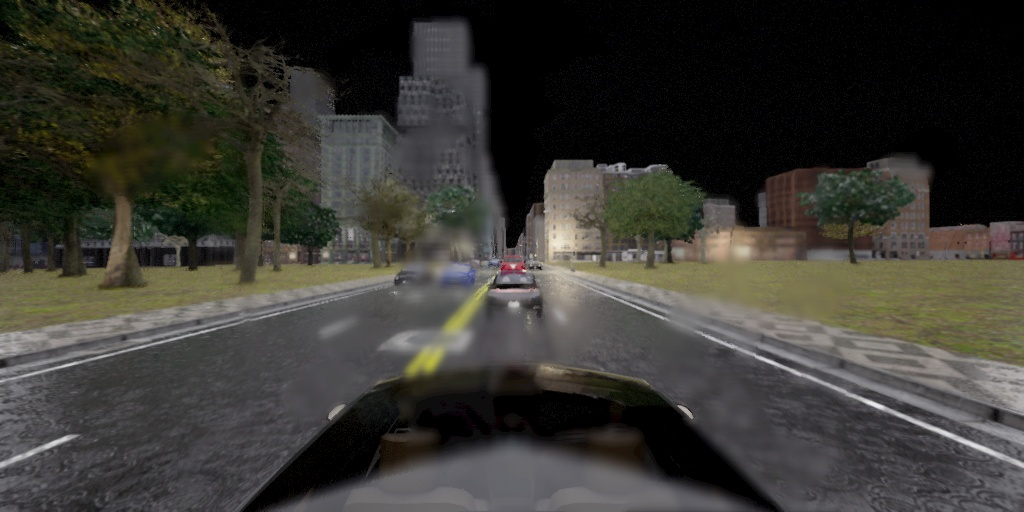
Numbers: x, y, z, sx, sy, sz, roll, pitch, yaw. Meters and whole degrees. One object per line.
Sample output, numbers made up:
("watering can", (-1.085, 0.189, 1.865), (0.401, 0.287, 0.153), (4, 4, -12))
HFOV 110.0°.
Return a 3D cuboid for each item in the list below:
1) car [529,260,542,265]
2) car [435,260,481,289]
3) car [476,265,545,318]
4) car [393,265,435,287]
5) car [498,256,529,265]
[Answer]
("car", (3.333, 1.408, 53.545), (1.895, 1.301, 4.718), (0, 0, 0))
("car", (-3.353, 1.239, 23.290), (1.882, 1.535, 5.008), (0, 0, 0))
("car", (0.098, 1.247, 12.914), (2.128, 1.511, 4.902), (0, 0, 0))
("car", (-6.606, 1.311, 25.051), (2.033, 1.411, 5.357), (0, 0, 0))
("car", (0.093, 0.993, 32.336), (2.150, 2.045, 5.566), (0, 0, 0))
